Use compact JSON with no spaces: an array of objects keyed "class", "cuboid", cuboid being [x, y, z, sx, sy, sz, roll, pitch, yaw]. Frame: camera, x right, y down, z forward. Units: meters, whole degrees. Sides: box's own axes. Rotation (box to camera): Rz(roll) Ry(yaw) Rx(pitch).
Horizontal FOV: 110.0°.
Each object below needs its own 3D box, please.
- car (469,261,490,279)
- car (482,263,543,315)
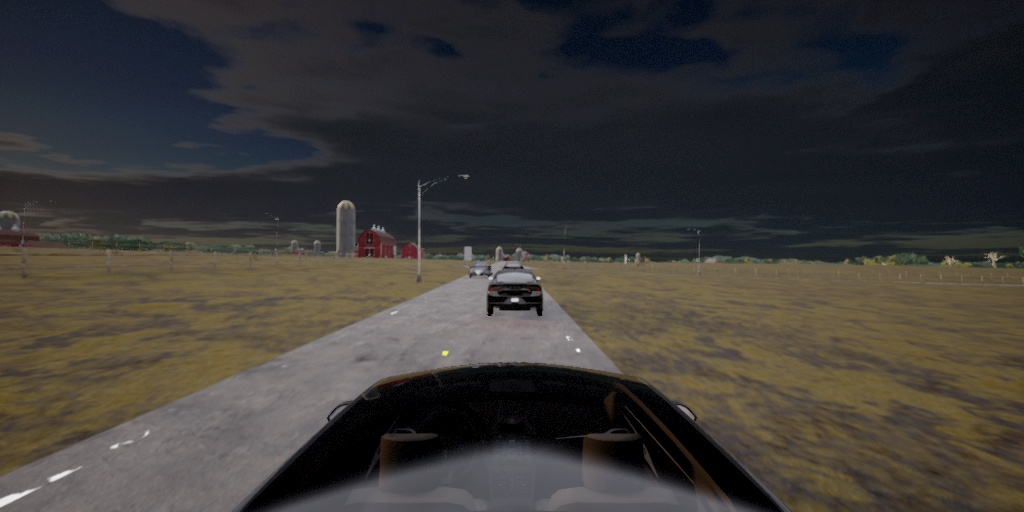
[{"class":"car","cuboid":[-2.828,1.206,32.793,2.128,1.511,4.902,0,0,0]},{"class":"car","cuboid":[0.098,1.214,13.602,1.882,1.535,5.008,0,0,0]}]
